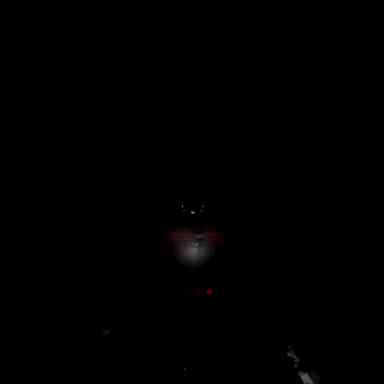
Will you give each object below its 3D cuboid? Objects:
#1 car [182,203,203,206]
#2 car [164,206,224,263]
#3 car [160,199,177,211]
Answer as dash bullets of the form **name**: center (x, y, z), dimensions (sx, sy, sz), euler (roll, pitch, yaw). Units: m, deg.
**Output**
- **car**: center (0.066, 1.565, 27.244), dimensions (1.994, 1.385, 4.181), euler (0, 0, 0)
- **car**: center (0.068, 1.495, 11.967), dimensions (2.128, 1.511, 4.902), euler (0, 0, 0)
- **car**: center (-2.832, 1.561, 40.990), dimensions (1.994, 1.385, 4.181), euler (0, 0, 0)
